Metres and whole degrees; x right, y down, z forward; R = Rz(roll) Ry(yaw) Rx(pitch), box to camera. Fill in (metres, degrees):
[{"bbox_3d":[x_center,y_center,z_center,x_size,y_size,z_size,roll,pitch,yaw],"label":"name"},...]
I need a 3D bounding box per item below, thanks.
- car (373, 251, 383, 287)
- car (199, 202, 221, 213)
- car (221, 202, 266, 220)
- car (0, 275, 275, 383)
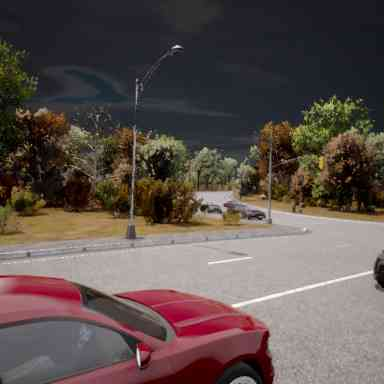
[{"bbox_3d":[6.426,1.689,8.384,4.181,1.385,1.994,2,-1,-35],"label":"car"},{"bbox_3d":[2.485,2.095,44.707,1.994,1.385,4.181,3,0,-19],"label":"car"},{"bbox_3d":[5.725,2.190,36.003,2.033,1.411,5.357,3,-1,-26],"label":"car"},{"bbox_3d":[-1.440,1.479,2.717,5.008,1.535,1.882,0,0,-36],"label":"car"}]
